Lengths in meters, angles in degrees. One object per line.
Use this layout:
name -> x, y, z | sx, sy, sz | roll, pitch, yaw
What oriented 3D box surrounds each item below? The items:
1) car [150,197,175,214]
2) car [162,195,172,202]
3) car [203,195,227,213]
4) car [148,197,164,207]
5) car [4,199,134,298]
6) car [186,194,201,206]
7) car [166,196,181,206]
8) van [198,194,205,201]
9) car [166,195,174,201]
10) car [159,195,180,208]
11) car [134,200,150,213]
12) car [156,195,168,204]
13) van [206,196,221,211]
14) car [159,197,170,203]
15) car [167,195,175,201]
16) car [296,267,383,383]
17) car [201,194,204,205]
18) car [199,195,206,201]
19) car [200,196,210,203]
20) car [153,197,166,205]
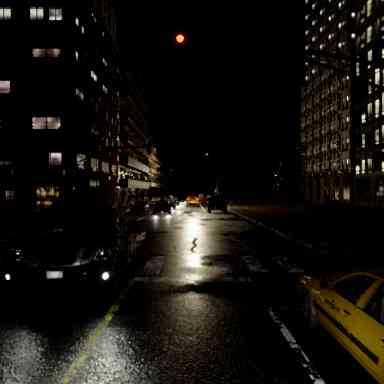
car -> -3.127, 1.559, 35.290 | 2.033, 1.411, 5.357 | 0, 0, -4
car -> -5.705, 1.506, 75.068 | 1.967, 1.590, 4.097 | 0, 0, 0
car -> 2.680, 1.327, 36.383 | 2.192, 1.841, 5.009 | 0, 0, 0
car -> -5.701, 1.581, 52.961 | 2.008, 1.369, 4.403 | 0, 0, 0
car -> -2.906, 1.232, 8.996 | 2.150, 2.045, 5.566 | 1, -1, -7
car -> 0.094, 1.509, 53.894 | 1.882, 1.535, 5.008 | 0, 0, 0
car -> -3.053, 1.526, 55.611 | 2.128, 1.511, 4.902 | 0, 0, 0
van -> 2.672, 1.440, 91.648 | 1.690, 1.788, 3.998 | 0, 0, 0
car -> -5.706, 1.612, 85.951 | 1.752, 1.417, 4.829 | 0, 0, 0
car -> -3.095, 1.568, 45.418 | 2.033, 1.411, 5.357 | 0, 0, 0
car -> -5.698, 1.563, 36.381 | 2.008, 1.369, 4.403 | 0, 0, 0
car -> -5.704, 1.488, 64.014 | 1.967, 1.590, 4.097 | 0, 0, 0
van -> 2.679, 1.358, 41.909 | 1.690, 1.788, 3.998 | 0, 0, 0
car -> -5.704, 1.639, 69.541 | 1.802, 1.307, 4.206 | 0, 0, 0
car -> -5.707, 1.644, 91.647 | 1.887, 1.381, 4.507 | 0, 0, 0
car -> 2.686, 1.525, 4.140 | 1.752, 1.417, 4.829 | 0, 0, 0
car -> 2.677, 1.354, 58.488 | 2.192, 1.841, 5.009 | 0, 0, 0
car -> 2.674, 1.613, 86.292 | 1.752, 1.417, 4.829 | 0, 0, 0
car -> 2.676, 1.602, 69.542 | 1.887, 1.381, 4.507 | 0, 0, 0
car -> -5.702, 1.583, 58.487 | 1.887, 1.381, 4.507 | 0, 0, 0
